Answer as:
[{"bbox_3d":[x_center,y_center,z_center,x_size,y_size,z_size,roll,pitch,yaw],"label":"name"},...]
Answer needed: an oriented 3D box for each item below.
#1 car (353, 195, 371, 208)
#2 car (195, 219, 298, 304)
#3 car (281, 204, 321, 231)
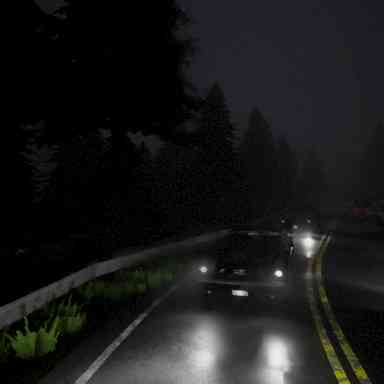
[{"bbox_3d":[20.604,1.058,40.253,2.128,1.511,4.902,-2,0,28],"label":"car"},{"bbox_3d":[1.580,1.599,8.418,1.895,1.301,4.718,-1,0,18],"label":"car"},{"bbox_3d":[6.656,1.460,20.062,2.033,1.411,5.357,-2,0,26],"label":"car"}]
